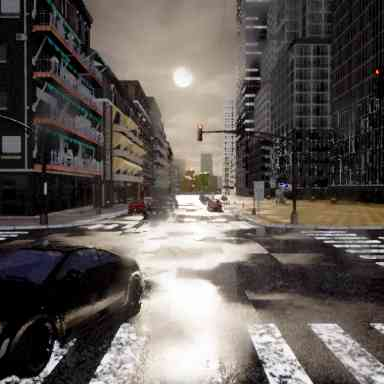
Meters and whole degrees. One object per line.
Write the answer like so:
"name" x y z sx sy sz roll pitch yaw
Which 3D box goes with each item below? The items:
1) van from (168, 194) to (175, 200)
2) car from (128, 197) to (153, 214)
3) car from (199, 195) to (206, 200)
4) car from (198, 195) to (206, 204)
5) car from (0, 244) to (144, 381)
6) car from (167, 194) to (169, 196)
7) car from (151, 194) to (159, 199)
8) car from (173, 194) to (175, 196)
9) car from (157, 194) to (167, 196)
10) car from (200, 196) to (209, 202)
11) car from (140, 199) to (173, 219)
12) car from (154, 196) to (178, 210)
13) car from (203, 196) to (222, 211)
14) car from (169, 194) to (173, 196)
"van" -5.540 1.350 91.843 1.690 1.788 3.998 -1 0 0
"car" -5.638 1.540 35.355 1.887 1.381 4.507 -1 0 0
"car" 2.810 1.534 92.058 1.752 1.417 4.829 -1 0 0
"car" 2.760 1.551 63.642 2.008 1.369 4.403 -1 0 0
"car" -2.466 1.617 5.596 1.994 1.385 4.181 -1 -1 18
"car" -5.599 1.439 57.950 1.967 1.590 4.097 -1 0 0
"car" -5.630 1.436 41.004 1.967 1.590 4.097 -1 0 0
"car" -5.551 1.322 86.196 2.192 1.841 5.009 -1 0 0
"car" -5.611 1.312 52.302 2.192 1.841 5.009 -1 0 0
"car" 2.780 1.547 74.940 1.887 1.381 4.507 -1 0 0
"car" -3.048 1.560 29.129 1.994 1.385 4.181 0 0 0
"car" -3.026 1.500 39.039 1.837 1.490 4.892 0 0 0
"car" 2.718 1.540 41.046 1.887 1.381 4.507 -1 0 0
"car" -5.577 1.583 69.249 1.802 1.307 4.206 -1 0 0
